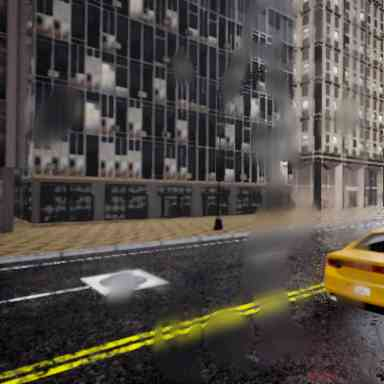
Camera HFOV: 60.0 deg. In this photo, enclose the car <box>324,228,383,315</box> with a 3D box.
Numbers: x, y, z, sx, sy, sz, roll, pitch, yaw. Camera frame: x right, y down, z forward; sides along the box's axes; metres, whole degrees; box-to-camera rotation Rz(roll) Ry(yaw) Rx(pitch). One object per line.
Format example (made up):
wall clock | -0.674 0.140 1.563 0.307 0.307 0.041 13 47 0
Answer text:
car | 4.796 1.442 6.846 5.008 1.535 1.882 0 0 -35
